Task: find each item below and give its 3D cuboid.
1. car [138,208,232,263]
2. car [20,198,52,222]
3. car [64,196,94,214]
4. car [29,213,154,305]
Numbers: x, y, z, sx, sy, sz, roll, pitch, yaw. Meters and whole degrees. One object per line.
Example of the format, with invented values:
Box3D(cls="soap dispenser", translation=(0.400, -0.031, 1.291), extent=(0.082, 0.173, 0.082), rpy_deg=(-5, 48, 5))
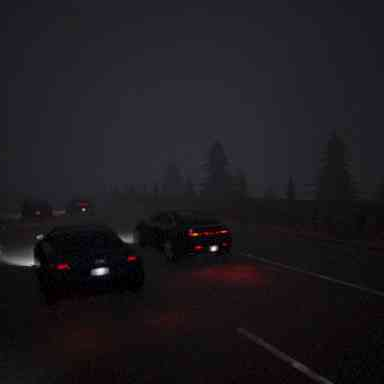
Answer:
Box3D(cls="car", translation=(-0.545, 1.310, 11.462), extent=(1.837, 1.490, 4.892), rpy_deg=(-1, 1, -28))
Box3D(cls="car", translation=(-11.361, 1.206, 24.202), extent=(1.882, 1.535, 5.008), rpy_deg=(-1, 1, -28))
Box3D(cls="car", translation=(-9.821, 1.135, 28.730), extent=(1.837, 1.490, 4.892), rpy_deg=(-1, 1, -28))
Box3D(cls="car", translation=(-2.685, 1.456, 8.054), extent=(1.994, 1.385, 4.181), rpy_deg=(-1, 1, -28))
